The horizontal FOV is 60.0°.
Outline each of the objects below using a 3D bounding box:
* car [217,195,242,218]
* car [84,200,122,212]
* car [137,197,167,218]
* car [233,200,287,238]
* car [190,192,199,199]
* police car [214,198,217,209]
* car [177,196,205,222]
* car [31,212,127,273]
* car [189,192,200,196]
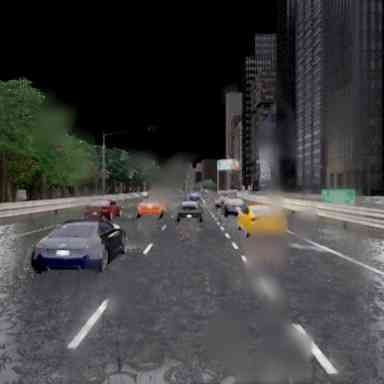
[{"bbox_3d":[3.598,1.326,28.573,2.163,1.488,4.792,0,1,0],"label":"car"},{"bbox_3d":[-6.815,1.330,25.887,1.882,1.535,5.008,0,1,0],"label":"car"},{"bbox_3d":[-3.300,1.177,28.353,2.097,1.767,4.553,0,1,0],"label":"car"},{"bbox_3d":[3.539,1.422,17.572,1.882,1.535,5.008,0,1,0],"label":"car"},{"bbox_3d":[0.577,0.807,76.449,2.128,1.511,4.902,0,1,1],"label":"car"},{"bbox_3d":[3.681,1.205,39.514,2.038,1.542,4.974,0,1,1],"label":"police car"},{"bbox_3d":[-0.117,1.365,25.314,1.837,1.490,4.892,0,1,2],"label":"car"},{"bbox_3d":[-3.381,1.559,10.734,1.994,1.385,4.181,0,0,0],"label":"car"},{"bbox_3d":[0.449,0.964,58.511,1.882,1.535,5.008,0,1,1],"label":"car"}]
